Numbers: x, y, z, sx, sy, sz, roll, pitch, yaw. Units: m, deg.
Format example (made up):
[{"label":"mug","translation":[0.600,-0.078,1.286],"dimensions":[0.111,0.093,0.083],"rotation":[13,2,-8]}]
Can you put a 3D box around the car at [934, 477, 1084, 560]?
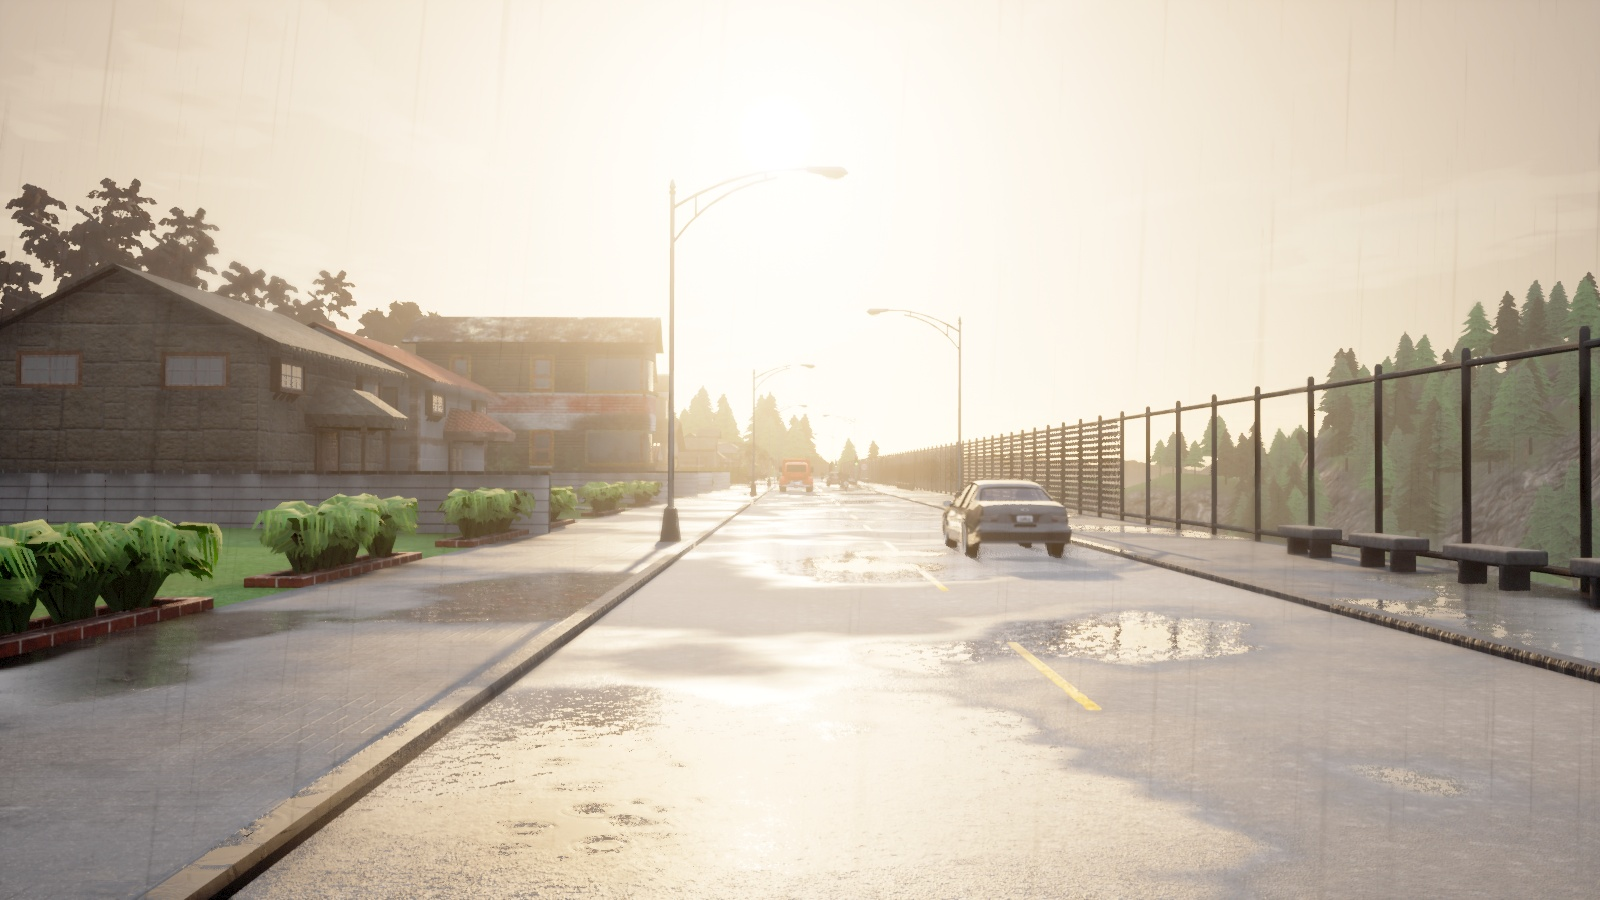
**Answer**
[{"label":"car","translation":[3.935,1.259,24.629],"dimensions":[2.033,1.411,5.357],"rotation":[0,-1,0]}]

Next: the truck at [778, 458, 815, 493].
[{"label":"truck","translation":[-0.257,1.885,92.878],"dimensions":[2.627,2.467,5.204],"rotation":[0,-1,0]}]
